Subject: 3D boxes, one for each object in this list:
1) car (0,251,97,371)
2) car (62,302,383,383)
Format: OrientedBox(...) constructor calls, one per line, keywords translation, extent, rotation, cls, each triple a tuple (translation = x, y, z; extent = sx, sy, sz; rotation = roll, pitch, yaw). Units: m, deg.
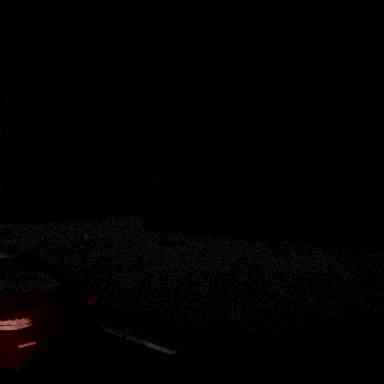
OrientedBox(translation=(-3.201, 1.619, 5.252), extent=(4.206, 1.307, 1.802), rotation=(0, -1, 36), cls="car")
OrientedBox(translation=(1.387, 1.566, 1.977), extent=(4.313, 1.339, 1.947), rotation=(0, -1, 36), cls="car")
